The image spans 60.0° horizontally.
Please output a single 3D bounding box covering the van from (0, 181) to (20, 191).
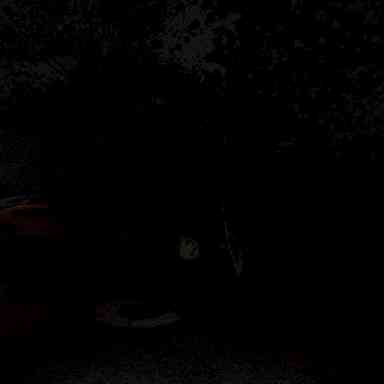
[{"bbox_3d":[-40.101,-1.292,72.742,4.442,1.987,1.878,1,1,-30],"label":"van"}]

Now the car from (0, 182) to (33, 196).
[{"bbox_3d":[-27.660,-0.507,51.005,5.566,2.045,2.435,1,1,-30],"label":"car"}]

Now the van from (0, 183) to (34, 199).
[{"bbox_3d":[-22.166,-0.120,41.372,4.442,1.987,1.878,1,1,-30],"label":"van"}]

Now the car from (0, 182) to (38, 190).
[{"bbox_3d":[-15.115,0.387,29.487,5.566,2.045,2.435,1,2,-30],"label":"car"}]

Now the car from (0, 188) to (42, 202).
[{"bbox_3d":[-19.352,0.330,36.786,4.792,1.488,2.163,1,2,-30],"label":"car"}]

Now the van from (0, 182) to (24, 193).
[{"bbox_3d":[-34.545,-0.932,63.162,4.442,1.987,1.878,1,1,-30],"label":"van"}]

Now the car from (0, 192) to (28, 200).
[{"bbox_3d":[-8.238,1.077,17.629,4.553,1.767,2.185,1,2,-30],"label":"car"}]

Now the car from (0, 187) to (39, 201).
[{"bbox_3d":[-20.675,0.232,39.068,4.792,1.488,2.163,1,1,-30],"label":"car"}]

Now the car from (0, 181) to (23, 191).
[{"bbox_3d":[-38.837,-1.230,70.274,5.566,2.045,2.435,1,1,-30],"label":"car"}]

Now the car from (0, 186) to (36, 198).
[{"bbox_3d":[-23.472,0.014,43.843,5.008,1.535,2.097,1,1,-30],"label":"car"}]

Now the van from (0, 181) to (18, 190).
[{"bbox_3d":[-43.085,-1.475,77.422,4.442,1.987,1.878,1,1,-30],"label":"van"}]

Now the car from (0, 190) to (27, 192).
[{"bbox_3d":[-12.533,0.860,24.599,5.366,1.575,1.946,1,2,-30],"label":"car"}]

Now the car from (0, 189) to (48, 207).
[{"bbox_3d":[-16.562,0.553,31.860,4.792,1.488,2.163,1,2,-30],"label":"car"}]

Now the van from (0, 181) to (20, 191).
[{"bbox_3d":[-41.428,-1.377,75.029,4.442,1.987,1.878,1,1,-30],"label":"van"}]

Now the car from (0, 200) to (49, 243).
[{"bbox_3d":[-6.885,1.316,15.218,5.008,1.535,2.097,1,2,-30],"label":"car"}]

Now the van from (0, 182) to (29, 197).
[{"bbox_3d":[-26.349,-0.393,48.567,4.442,1.987,1.878,1,1,-30],"label":"van"}]

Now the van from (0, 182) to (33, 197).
[{"bbox_3d":[-24.758,-0.300,46.289,4.442,1.987,1.878,1,1,-30],"label":"van"}]
